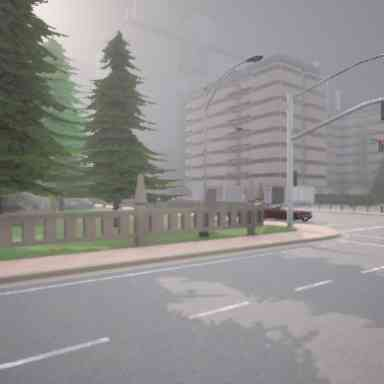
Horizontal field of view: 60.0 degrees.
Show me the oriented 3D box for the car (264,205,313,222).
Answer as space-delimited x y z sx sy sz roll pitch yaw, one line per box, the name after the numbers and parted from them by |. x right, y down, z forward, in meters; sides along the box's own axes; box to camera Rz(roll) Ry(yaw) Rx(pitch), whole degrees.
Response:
7.466 1.714 27.225 1.895 1.301 4.718 0 0 -34 | car
